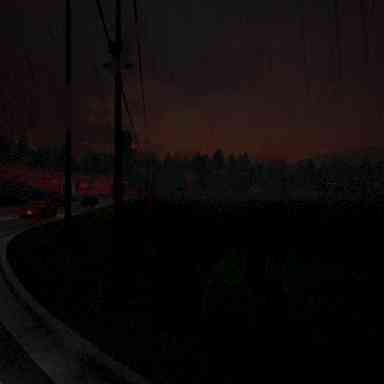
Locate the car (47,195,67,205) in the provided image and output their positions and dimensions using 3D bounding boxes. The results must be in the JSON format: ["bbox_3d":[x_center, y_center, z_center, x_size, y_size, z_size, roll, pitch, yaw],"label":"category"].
[{"bbox_3d":[-23.863,1.350,58.876,2.097,1.767,4.553,0,0,-7],"label":"car"}]

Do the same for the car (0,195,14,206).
[{"bbox_3d":[-30.336,1.349,54.817,2.097,1.767,4.553,0,0,-7],"label":"car"}]

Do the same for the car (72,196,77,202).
[{"bbox_3d":[-25.009,1.331,68.704,1.837,1.490,4.892,0,0,-7],"label":"car"}]

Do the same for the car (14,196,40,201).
[{"bbox_3d":[-26.734,1.524,54.140,1.812,1.442,4.674,0,0,-7],"label":"car"}]

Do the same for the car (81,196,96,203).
[{"bbox_3d":[-21.572,1.520,69.546,2.128,1.511,4.902,0,0,-7],"label":"car"}]

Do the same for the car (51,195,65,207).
[{"bbox_3d":[-18.781,1.546,46.377,2.033,1.411,5.357,0,0,-7],"label":"car"}]

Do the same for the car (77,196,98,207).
[{"bbox_3d":[-15.929,1.490,52.140,2.128,1.511,4.902,0,0,-7],"label":"car"}]

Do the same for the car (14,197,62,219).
[{"bbox_3d":[-13.216,1.477,28.880,1.882,1.535,5.008,0,0,-7],"label":"car"}]

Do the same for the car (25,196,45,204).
[{"bbox_3d":[-31.966,1.522,67.942,2.128,1.511,4.902,0,0,-7],"label":"car"}]
